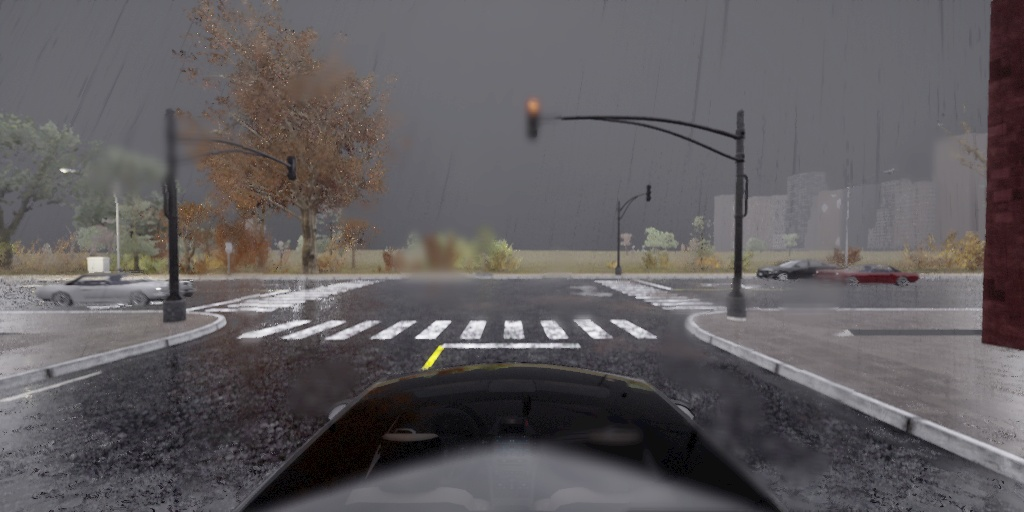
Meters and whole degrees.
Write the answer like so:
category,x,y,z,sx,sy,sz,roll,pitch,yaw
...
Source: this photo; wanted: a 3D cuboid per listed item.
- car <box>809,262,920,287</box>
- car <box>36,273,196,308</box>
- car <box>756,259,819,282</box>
category,x,y,z,sx,sy,sz,roll,pitch,yaw
car,21.275,1.178,21.665,4.718,1.301,1.895,0,1,1
car,-16.113,1.366,14.817,4.718,1.301,1.895,0,1,-1
car,19.809,0.993,24.925,5.008,1.535,1.882,0,1,1
